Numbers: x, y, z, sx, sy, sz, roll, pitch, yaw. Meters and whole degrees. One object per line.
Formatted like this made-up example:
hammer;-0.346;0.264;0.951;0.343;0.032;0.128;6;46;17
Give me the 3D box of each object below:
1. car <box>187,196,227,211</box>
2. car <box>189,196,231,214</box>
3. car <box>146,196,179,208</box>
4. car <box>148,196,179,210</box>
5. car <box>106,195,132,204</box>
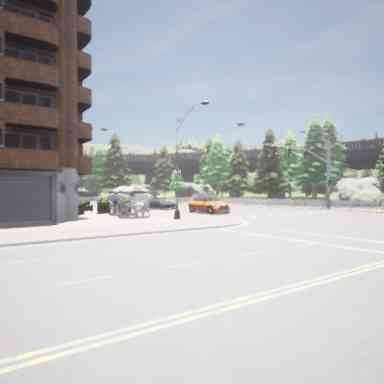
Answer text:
car;1.640;1.286;38.537;1.882;1.535;5.008;0;0;-36
car;1.718;1.181;32.416;2.097;1.767;4.553;0;0;-35
car;-4.156;1.286;46.151;1.882;1.535;5.008;0;0;-41
car;-3.745;1.374;40.154;2.033;1.411;5.357;0;0;-36
car;-10.456;1.431;47.842;4.718;1.301;1.895;0;0;38
